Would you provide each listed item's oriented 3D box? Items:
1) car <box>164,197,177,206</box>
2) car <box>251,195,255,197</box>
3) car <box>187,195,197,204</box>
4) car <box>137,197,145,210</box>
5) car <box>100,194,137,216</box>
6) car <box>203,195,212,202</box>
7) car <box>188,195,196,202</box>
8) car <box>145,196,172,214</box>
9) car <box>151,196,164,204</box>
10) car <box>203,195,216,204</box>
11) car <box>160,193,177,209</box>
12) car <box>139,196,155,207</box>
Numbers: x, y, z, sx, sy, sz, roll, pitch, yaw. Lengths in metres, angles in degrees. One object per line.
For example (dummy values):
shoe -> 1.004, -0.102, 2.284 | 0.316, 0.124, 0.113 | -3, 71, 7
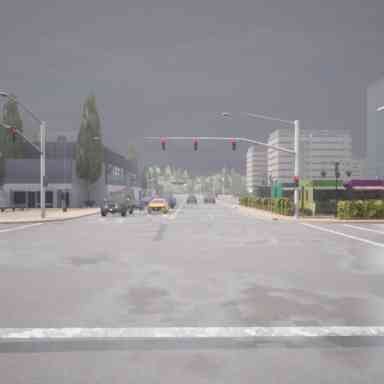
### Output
car -> -3.597, 1.564, 56.027 | 1.994, 1.385, 4.181 | 0, 0, 0
car -> 17.749, 1.153, 86.905 | 4.605, 1.855, 1.932 | 0, 0, -2
car -> -0.014, 1.491, 63.733 | 2.128, 1.511, 4.902 | 0, 0, 0
car -> -7.101, 1.564, 41.643 | 1.994, 1.385, 4.181 | 0, 0, 0
car -> -7.126, 1.221, 32.239 | 2.150, 2.045, 5.566 | 0, 0, 1
car -> 3.483, 1.397, 74.009 | 1.812, 1.442, 4.674 | 0, 0, 0
car -> -0.017, 1.372, 74.007 | 1.837, 1.490, 4.892 | 0, 0, 0
car -> -3.599, 1.477, 36.168 | 1.882, 1.535, 5.008 | 0, 0, 0
car -> -7.015, 1.613, 68.319 | 2.033, 1.411, 5.357 | 0, 0, 0
car -> 3.486, 1.491, 63.734 | 2.128, 1.511, 4.902 | 0, 0, 0
car -> -3.598, 1.221, 46.087 | 2.150, 2.045, 5.566 | 0, 0, 0
car -> -7.100, 1.477, 52.838 | 1.882, 1.535, 5.008 | 0, 0, 0
